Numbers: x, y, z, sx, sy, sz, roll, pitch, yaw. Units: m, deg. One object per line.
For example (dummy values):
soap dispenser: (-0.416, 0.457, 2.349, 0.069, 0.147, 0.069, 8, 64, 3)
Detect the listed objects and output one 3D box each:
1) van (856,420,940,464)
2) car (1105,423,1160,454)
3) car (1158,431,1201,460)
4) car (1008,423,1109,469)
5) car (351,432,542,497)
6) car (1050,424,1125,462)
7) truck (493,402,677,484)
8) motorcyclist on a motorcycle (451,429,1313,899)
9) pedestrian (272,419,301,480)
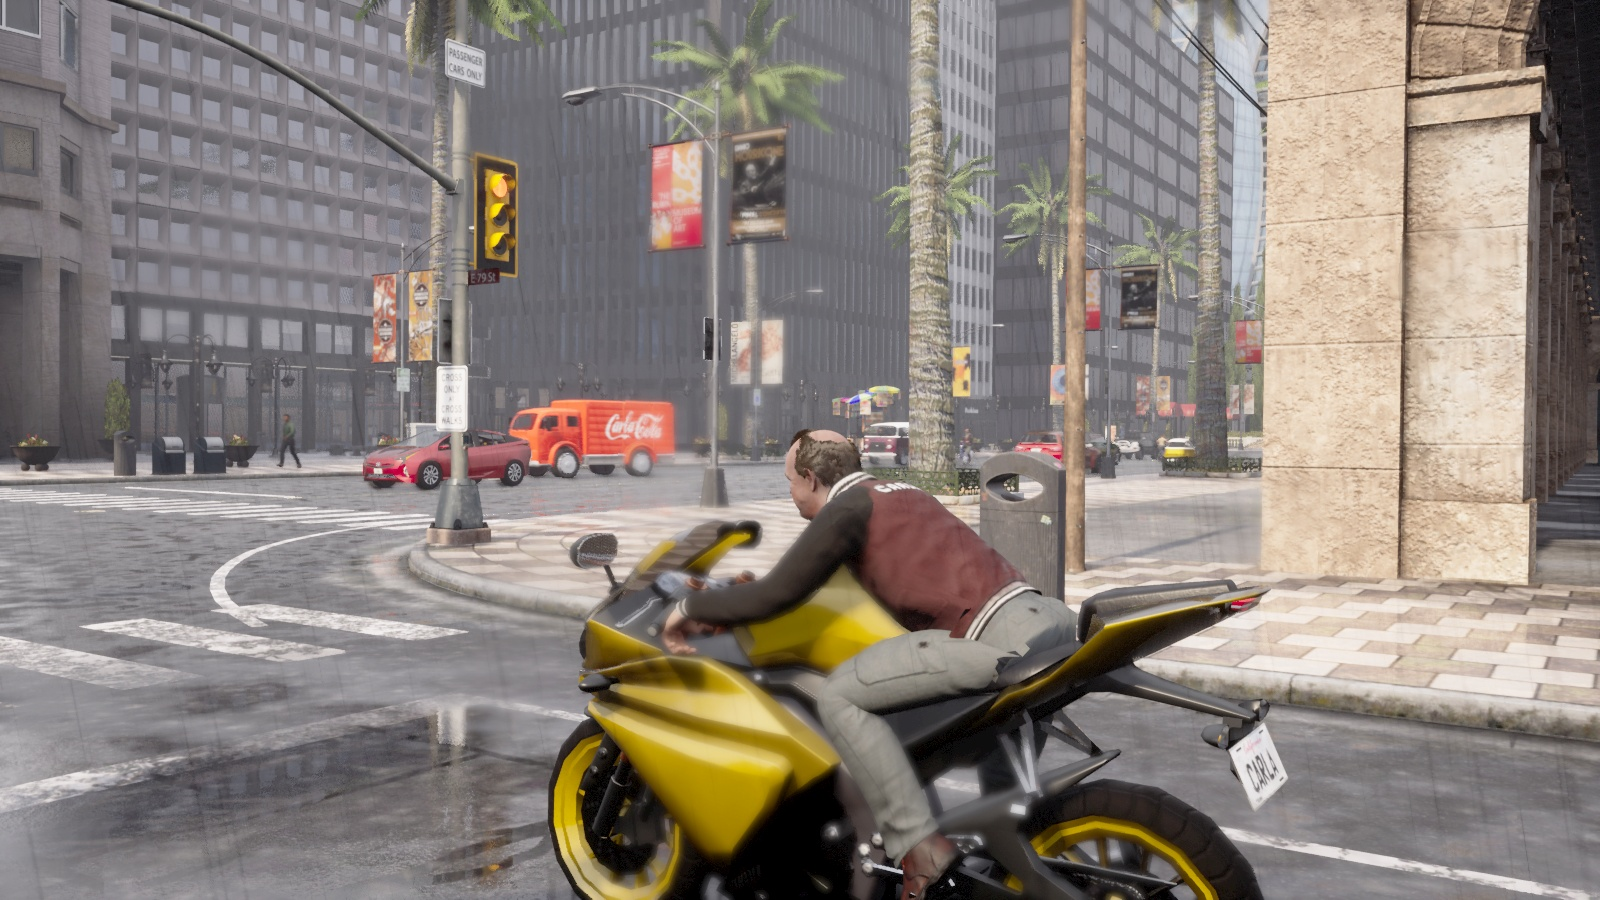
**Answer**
van: (4.695, -0.399, 59.419, 2.069, 2.038, 4.480, 0, 1, 33)
car: (20.600, -0.698, 77.624, 1.932, 1.855, 4.605, 0, 1, 33)
car: (18.661, -0.225, 61.696, 1.481, 1.376, 2.207, 0, 1, 33)
car: (10.038, -0.176, 48.426, 2.242, 1.667, 4.611, 0, 1, 34)
car: (-8.995, 0.318, 32.343, 2.007, 1.525, 4.514, 0, 1, 33)
car: (13.972, -0.368, 60.882, 2.097, 1.767, 4.553, 0, 1, 33)
truck: (-6.859, -0.245, 40.423, 5.204, 2.467, 2.627, -1, 1, -42)
motorcyclist on a motorcycle: (0.146, 0.718, 3.421, 2.191, 1.530, 0.866, 0, 1, 33)
pedestrian: (-16.767, -0.020, 41.029, 0.423, 1.949, 0.788, 0, 1, 22)
